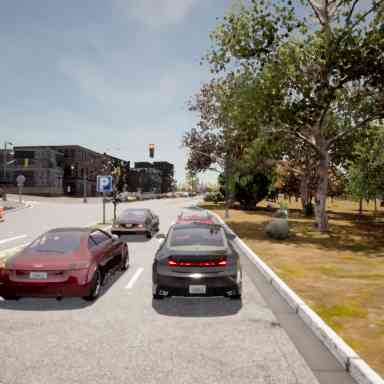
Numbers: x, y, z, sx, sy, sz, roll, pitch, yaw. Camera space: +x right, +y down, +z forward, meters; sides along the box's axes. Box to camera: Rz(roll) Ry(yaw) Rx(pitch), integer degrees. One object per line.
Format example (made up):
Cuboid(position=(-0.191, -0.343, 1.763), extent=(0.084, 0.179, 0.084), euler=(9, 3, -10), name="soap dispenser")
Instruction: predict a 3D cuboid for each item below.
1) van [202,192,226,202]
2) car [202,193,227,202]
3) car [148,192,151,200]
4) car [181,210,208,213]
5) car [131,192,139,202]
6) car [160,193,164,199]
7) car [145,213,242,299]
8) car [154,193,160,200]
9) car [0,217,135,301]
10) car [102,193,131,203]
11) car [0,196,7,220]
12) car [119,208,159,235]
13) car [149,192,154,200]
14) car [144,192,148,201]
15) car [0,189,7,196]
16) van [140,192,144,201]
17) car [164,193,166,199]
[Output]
Cuboid(position=(4.252, 1.043, 65.370), extent=(4.442, 1.987, 1.878), euler=(1, 0, -14), name="van")
Cuboid(position=(4.634, 1.142, 68.340), extent=(4.553, 1.767, 2.185), euler=(1, 0, -14), name="car")
Cuboid(position=(-12.677, 1.359, 77.718), extent=(4.674, 1.452, 2.002), euler=(-1, 0, -13), name="car")
Cuboid(position=(0.150, 1.625, 17.716), extent=(1.895, 1.301, 4.718), euler=(0, 0, 0), name="car")
Cuboid(position=(-13.831, 1.315, 65.759), extent=(5.366, 1.575, 1.946), euler=(-1, 0, -15), name="car")
Cuboid(position=(-11.045, 1.065, 89.708), extent=(5.566, 2.045, 2.435), euler=(-1, 0, -12), name="car")
Cuboid(position=(0.105, 1.515, 8.447), extent=(1.837, 1.490, 4.892), euler=(0, 0, 0), name="car")
Cuboid(position=(-11.494, 1.357, 86.702), extent=(4.674, 1.452, 2.002), euler=(-1, 0, -12), name="car")
Cuboid(position=(-2.905, 1.574, 8.400), extent=(1.994, 1.385, 4.181), euler=(0, 0, 1), name="car")
Cuboid(position=(-14.474, 1.358, 62.766), extent=(4.792, 1.488, 2.163), euler=(-1, 0, -15), name="car")
Cuboid(position=(-16.639, 1.404, 24.959), extent=(4.553, 1.767, 2.185), euler=(-1, 0, -19), name="car")
Cuboid(position=(-2.853, 1.572, 17.619), extent=(2.033, 1.411, 5.357), euler=(0, 0, 1), name="car")
Cuboid(position=(-12.306, 1.359, 80.720), extent=(4.674, 1.452, 2.002), euler=(-1, 0, -13), name="car")
Cuboid(position=(-13.048, 1.322, 74.722), extent=(4.892, 1.521, 2.231), euler=(-1, 0, -14), name="car")
Cuboid(position=(-31.190, 0.137, 53.627), extent=(2.002, 1.452, 4.674), euler=(6, -3, -19), name="car")
Cuboid(position=(-13.275, 1.093, 71.751), extent=(4.442, 1.987, 1.878), euler=(-1, 0, -14), name="van")
Cuboid(position=(-10.625, 1.316, 92.687), extent=(5.008, 1.535, 2.097), euler=(-1, 0, -12), name="car")
